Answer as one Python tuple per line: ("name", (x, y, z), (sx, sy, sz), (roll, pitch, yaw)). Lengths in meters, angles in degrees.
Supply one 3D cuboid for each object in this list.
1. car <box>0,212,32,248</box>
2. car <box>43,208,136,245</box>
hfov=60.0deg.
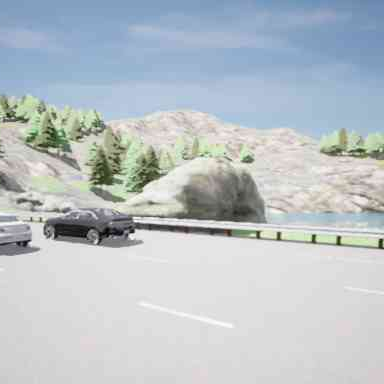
("car", (-8.376, 1.517, 13.401), (4.674, 1.442, 1.812), (0, 0, 31))
("car", (-4.812, 1.474, 15.322), (4.902, 1.511, 2.128), (0, 0, 32))
